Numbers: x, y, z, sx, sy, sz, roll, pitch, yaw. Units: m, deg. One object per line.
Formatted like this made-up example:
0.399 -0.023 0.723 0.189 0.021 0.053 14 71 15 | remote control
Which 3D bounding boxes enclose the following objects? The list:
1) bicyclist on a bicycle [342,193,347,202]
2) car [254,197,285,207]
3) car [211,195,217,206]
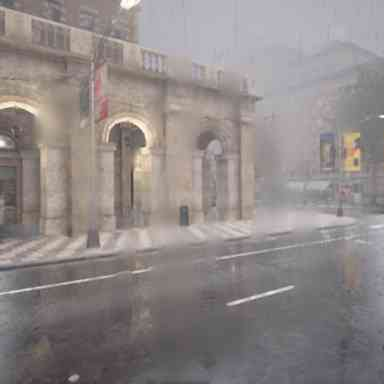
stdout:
26.081 0.957 56.999 1.656 1.620 0.582 -1 0 -36 | bicyclist on a bicycle
10.326 1.380 45.546 1.895 1.301 4.718 0 0 -36 | car
1.495 1.417 46.403 1.895 1.301 4.718 0 0 -36 | car
